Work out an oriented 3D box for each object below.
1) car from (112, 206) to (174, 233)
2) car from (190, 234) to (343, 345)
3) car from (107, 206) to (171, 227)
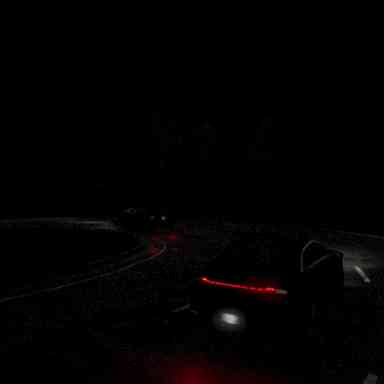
[{"bbox_3d":[-3.330,1.745,22.735,2.097,1.767,4.553,0,-1,-45],"label":"car"},{"bbox_3d":[1.816,1.601,6.755,2.128,1.511,4.902,0,-1,32],"label":"car"},{"bbox_3d":[-4.429,1.968,27.598,4.902,1.511,2.128,-1,-1,27],"label":"car"}]
